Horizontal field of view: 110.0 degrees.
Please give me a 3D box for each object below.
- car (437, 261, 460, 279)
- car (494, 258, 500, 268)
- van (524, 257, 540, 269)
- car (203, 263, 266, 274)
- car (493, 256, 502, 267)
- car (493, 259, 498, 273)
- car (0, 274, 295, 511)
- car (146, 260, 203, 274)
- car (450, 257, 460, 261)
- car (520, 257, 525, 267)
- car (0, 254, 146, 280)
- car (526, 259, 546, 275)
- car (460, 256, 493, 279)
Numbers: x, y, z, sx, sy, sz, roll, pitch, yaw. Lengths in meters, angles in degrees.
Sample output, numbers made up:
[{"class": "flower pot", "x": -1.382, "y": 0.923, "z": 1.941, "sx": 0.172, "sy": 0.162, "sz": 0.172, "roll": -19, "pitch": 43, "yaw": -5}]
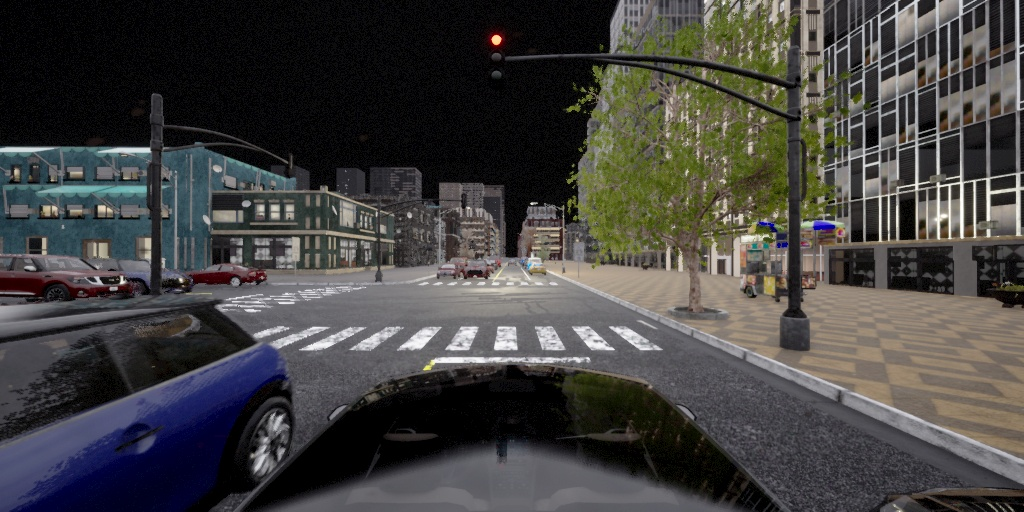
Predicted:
[{"class": "car", "x": -5.672, "y": 1.335, "z": 32.504, "sx": 1.802, "sy": 1.307, "sz": 4.207, "roll": 0, "pitch": 0, "yaw": 0}, {"class": "car", "x": -3.062, "y": 1.282, "z": 52.197, "sx": 1.812, "sy": 1.442, "sz": 4.674, "roll": 0, "pitch": 0, "yaw": 0}, {"class": "van", "x": 2.715, "y": 1.096, "z": 43.604, "sx": 1.690, "sy": 1.789, "sz": 3.998, "roll": 0, "pitch": 0, "yaw": 0}, {"class": "car", "x": -17.265, "y": 1.122, "z": 21.502, "sx": 4.507, "sy": 1.381, "sz": 1.888, "roll": 0, "pitch": 0, "yaw": -1}, {"class": "car", "x": -3.013, "y": 0.980, "z": 62.791, "sx": 2.150, "sy": 2.045, "sz": 5.566, "roll": 0, "pitch": 0, "yaw": 1}, {"class": "car", "x": -3.077, "y": 1.319, "z": 42.115, "sx": 1.994, "sy": 1.385, "sz": 4.181, "roll": 0, "pitch": 0, "yaw": 0}, {"class": "car", "x": -3.103, "y": 1.101, "z": 1.493, "sx": 2.097, "sy": 1.767, "sz": 4.553, "roll": 0, "pitch": 0, "yaw": -1}, {"class": "car", "x": -16.875, "y": 0.905, "z": 15.717, "sx": 4.553, "sy": 1.767, "sz": 2.097, "roll": 1, "pitch": 0, "yaw": -1}, {"class": "car", "x": -5.669, "y": 1.069, "z": 38.055, "sx": 2.192, "sy": 1.841, "sz": 5.009, "roll": 0, "pitch": 0, "yaw": 0}, {"class": "car", "x": 2.720, "y": 1.307, "z": 54.706, "sx": 2.007, "sy": 1.370, "sz": 4.403, "roll": 0, "pitch": 0, "yaw": 0}, {"class": "car", "x": -17.151, "y": 0.850, "z": 13.122, "sx": 5.009, "sy": 1.841, "sz": 2.192, "roll": 0, "pitch": 0, "yaw": -1}, {"class": "car", "x": 2.711, "y": 1.279, "z": 38.223, "sx": 1.751, "sy": 1.417, "sz": 4.829, "roll": 0, "pitch": 0, "yaw": 0}, {"class": "car", "x": -3.082, "y": 1.105, "z": 32.201, "sx": 2.097, "sy": 1.767, "sz": 4.553, "roll": 0, "pitch": 0, "yaw": 0}]
